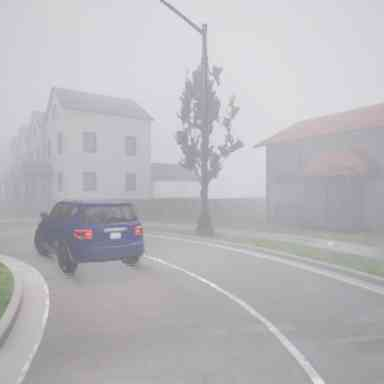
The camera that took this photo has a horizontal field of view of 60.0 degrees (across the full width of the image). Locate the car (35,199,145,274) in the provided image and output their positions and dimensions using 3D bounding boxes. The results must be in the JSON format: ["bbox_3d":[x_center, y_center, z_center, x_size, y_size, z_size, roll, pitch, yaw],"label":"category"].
[{"bbox_3d":[-3.564,1.245,11.031,2.150,2.045,5.566,0,0,-35],"label":"car"}]
